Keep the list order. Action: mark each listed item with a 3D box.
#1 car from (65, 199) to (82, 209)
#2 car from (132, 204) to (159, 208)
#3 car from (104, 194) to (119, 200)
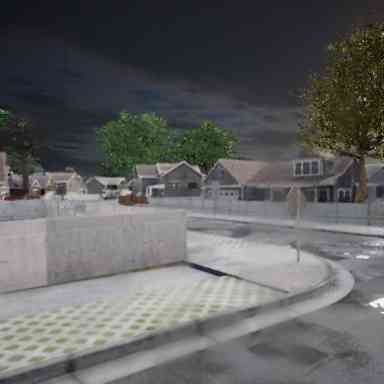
[{"bbox_3d":[-16.074,1.562,44.977,1.895,1.301,4.718,0,0,-27],"label":"car"},{"bbox_3d":[-3.401,1.569,25.384,1.895,1.301,4.718,0,0,-35],"label":"car"},{"bbox_3d":[-21.950,1.350,89.746,2.097,1.767,4.553,0,0,7],"label":"car"}]
